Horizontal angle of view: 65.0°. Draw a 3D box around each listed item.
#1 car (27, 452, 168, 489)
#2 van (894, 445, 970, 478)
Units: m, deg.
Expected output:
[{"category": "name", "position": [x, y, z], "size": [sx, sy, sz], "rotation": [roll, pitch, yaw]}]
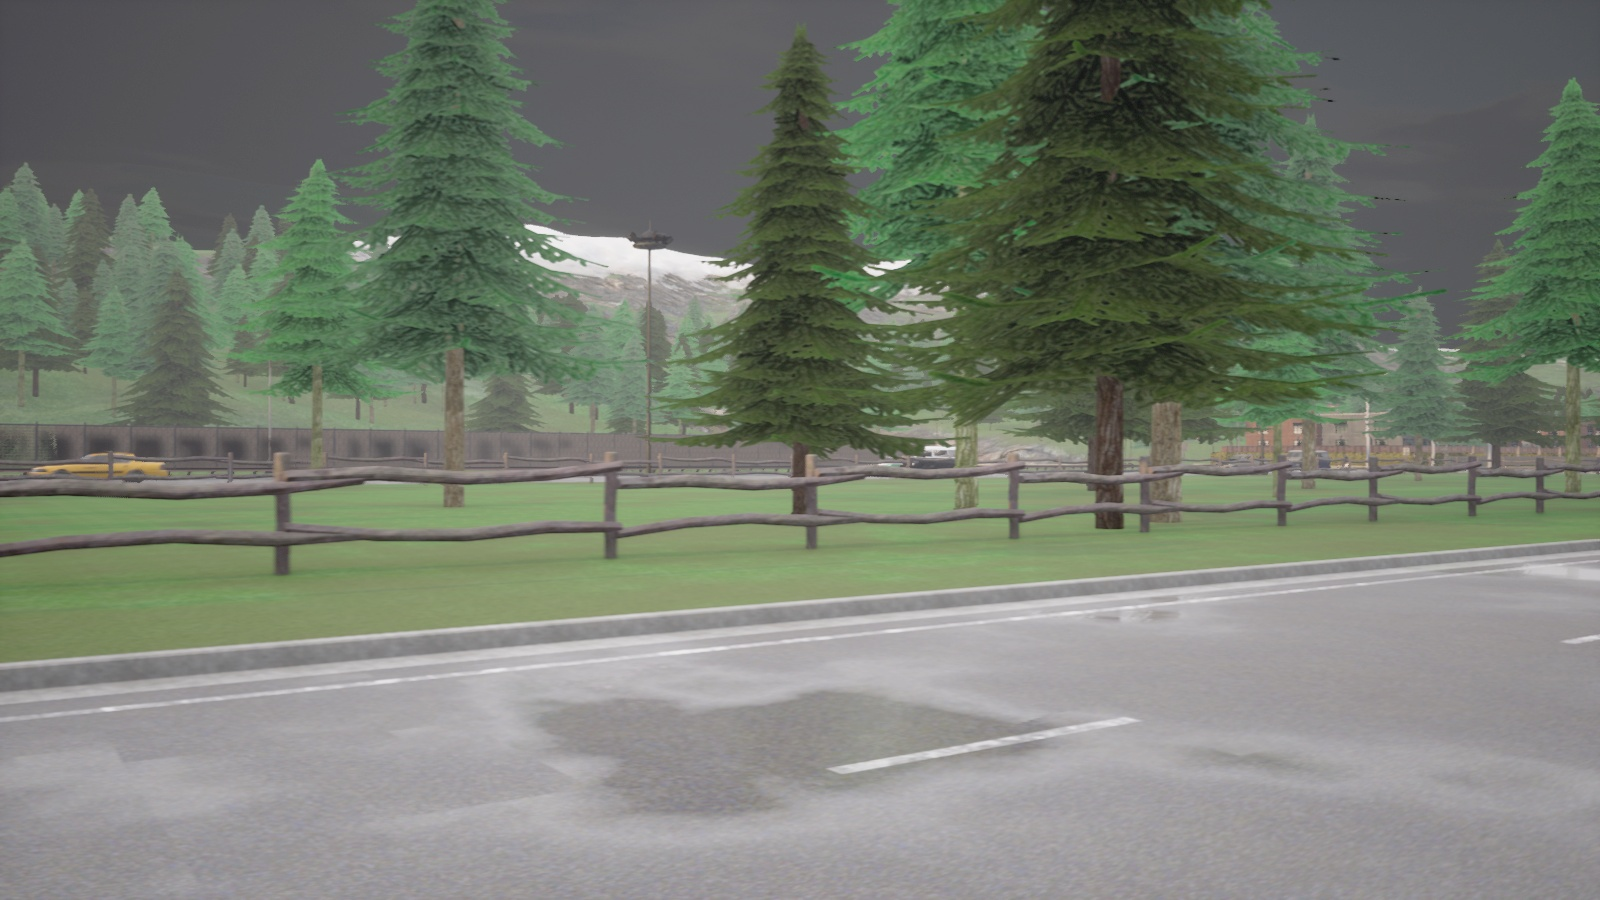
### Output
[{"category": "car", "position": [-31.340, 0.897, 56.092], "size": [5.366, 1.575, 1.801], "rotation": [0, 0, -35]}, {"category": "van", "position": [8.394, 0.742, 79.570], "size": [4.480, 2.038, 2.069], "rotation": [1, -1, -33]}]
